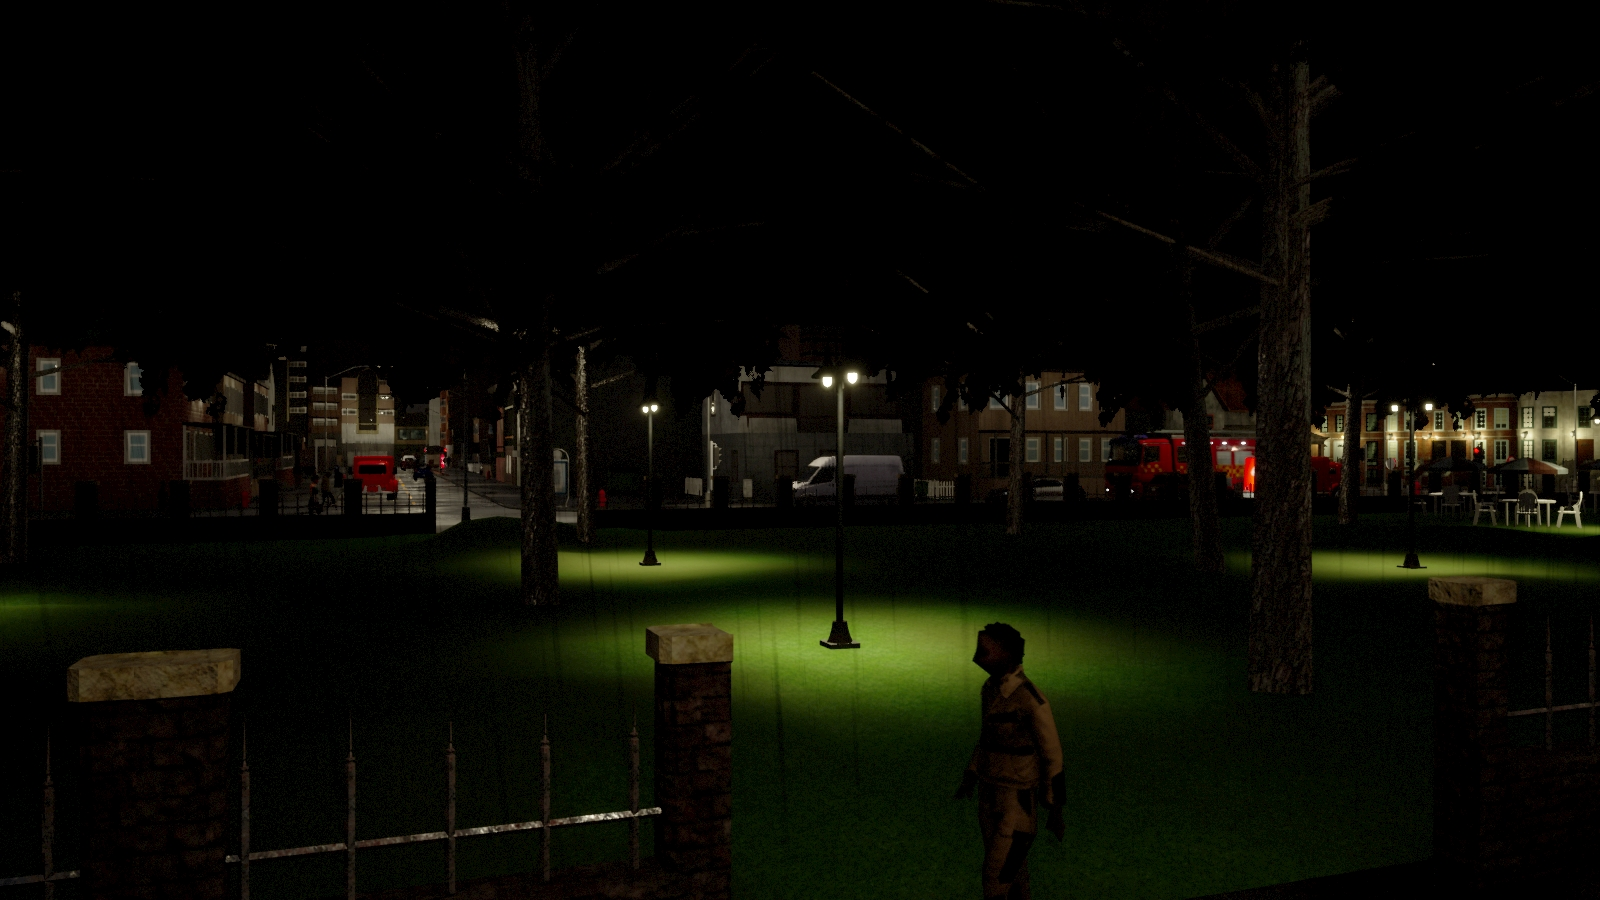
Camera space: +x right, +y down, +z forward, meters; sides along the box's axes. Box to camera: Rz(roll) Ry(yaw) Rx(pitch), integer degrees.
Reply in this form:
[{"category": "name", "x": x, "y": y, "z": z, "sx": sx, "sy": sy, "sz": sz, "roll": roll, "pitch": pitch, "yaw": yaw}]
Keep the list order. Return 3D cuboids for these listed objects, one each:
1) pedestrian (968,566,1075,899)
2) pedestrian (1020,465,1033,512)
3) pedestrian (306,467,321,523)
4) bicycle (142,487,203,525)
[{"category": "pedestrian", "x": 1.081, "y": 1.525, "z": 5.602, "sx": 0.375, "sy": 1.860, "sz": 0.375, "roll": 0, "pitch": 0, "yaw": -21}, {"category": "pedestrian", "x": 8.986, "y": 1.525, "z": 45.394, "sx": 0.375, "sy": 1.860, "sz": 0.375, "roll": 0, "pitch": 0, "yaw": -20}, {"category": "pedestrian", "x": -16.532, "y": 1.525, "z": 38.807, "sx": 0.375, "sy": 1.860, "sz": 0.375, "roll": 0, "pitch": 0, "yaw": -6}, {"category": "bicycle", "x": -21.850, "y": 1.940, "z": 39.798, "sx": 1.835, "sy": 1.271, "sz": 0.329, "roll": 0, "pitch": 0, "yaw": -20}]
